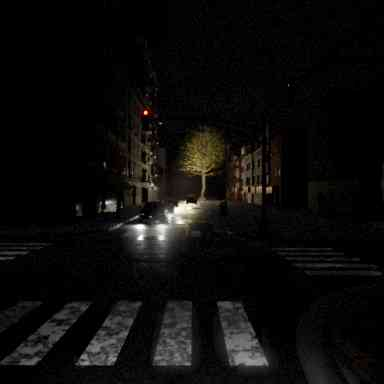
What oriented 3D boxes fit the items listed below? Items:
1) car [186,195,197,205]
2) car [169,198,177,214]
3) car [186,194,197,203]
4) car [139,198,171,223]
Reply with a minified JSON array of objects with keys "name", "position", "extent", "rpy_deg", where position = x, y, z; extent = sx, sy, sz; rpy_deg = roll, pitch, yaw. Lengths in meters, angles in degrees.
[{"name":"car","position":[-0.052,1.454,59.363],"extent":[1.882,1.535,5.008],"rpy_deg":[0,0,0]},{"name":"car","position":[-2.949,1.544,35.712],"extent":[1.994,1.385,4.181],"rpy_deg":[0,0,-1]},{"name":"car","position":[-0.077,1.329,69.338],"extent":[2.097,1.767,4.553],"rpy_deg":[0,0,0]},{"name":"car","position":[-2.921,1.491,25.737],"extent":[1.837,1.490,4.892],"rpy_deg":[0,0,0]}]
